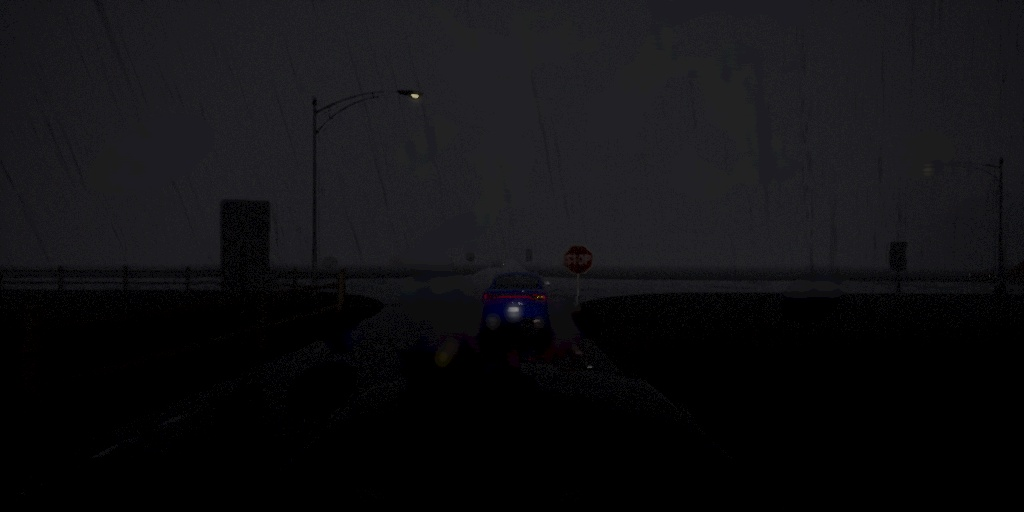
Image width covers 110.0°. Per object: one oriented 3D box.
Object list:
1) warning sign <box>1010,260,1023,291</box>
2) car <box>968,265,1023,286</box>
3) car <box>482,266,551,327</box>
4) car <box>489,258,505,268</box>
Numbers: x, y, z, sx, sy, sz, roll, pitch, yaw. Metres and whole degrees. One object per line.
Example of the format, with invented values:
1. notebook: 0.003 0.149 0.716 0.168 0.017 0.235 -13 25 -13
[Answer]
1. warning sign: 29.403 1.093 20.509 1.060 1.860 1.300 0 0 0
2. car: 38.319 1.448 27.583 5.008 1.535 1.882 0 0 1
3. car: 0.228 1.244 11.635 1.882 1.535 5.008 0 0 3
4. car: -2.636 1.381 60.471 1.837 1.490 4.892 0 0 1
